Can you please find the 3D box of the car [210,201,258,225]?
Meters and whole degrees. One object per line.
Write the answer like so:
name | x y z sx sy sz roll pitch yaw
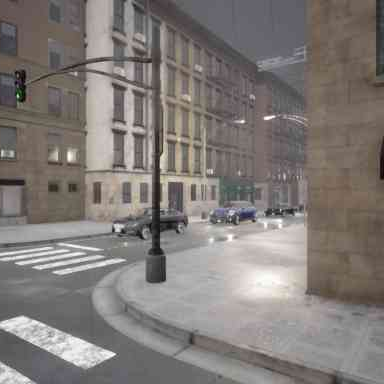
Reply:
car | 3.229 1.476 25.327 2.097 1.767 4.553 0 0 36

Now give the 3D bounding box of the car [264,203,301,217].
car | 8.952 1.777 33.335 1.895 1.301 4.718 0 0 35

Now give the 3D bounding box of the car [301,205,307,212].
car | 14.868 1.832 41.585 1.895 1.301 4.718 0 0 36

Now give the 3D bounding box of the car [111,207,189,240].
car | -2.113 1.568 17.809 2.128 1.511 4.902 0 0 35
